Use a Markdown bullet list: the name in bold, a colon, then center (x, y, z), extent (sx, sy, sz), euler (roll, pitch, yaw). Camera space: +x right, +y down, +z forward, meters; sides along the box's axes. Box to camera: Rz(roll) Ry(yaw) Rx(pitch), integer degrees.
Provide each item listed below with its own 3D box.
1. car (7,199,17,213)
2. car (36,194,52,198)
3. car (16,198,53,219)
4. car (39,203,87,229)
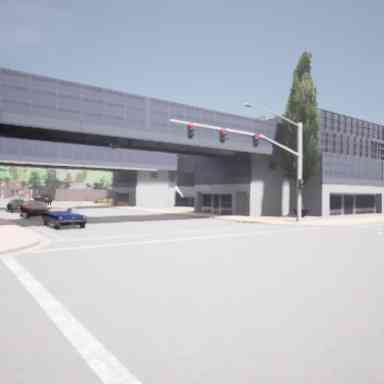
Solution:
- **car**: center (-20.251, 1.596, 38.674), extent (1.837, 1.490, 4.892), euler (1, -1, -35)
- **car**: center (-27.001, 1.407, 60.510), extent (2.150, 2.045, 5.566), euler (1, -1, -36)
- **car**: center (-14.421, 1.563, 30.487), extent (1.882, 1.535, 5.008), euler (1, -1, -35)
- **car**: center (-8.603, 1.681, 22.326), extent (1.895, 1.301, 4.718), euler (1, -1, -36)
